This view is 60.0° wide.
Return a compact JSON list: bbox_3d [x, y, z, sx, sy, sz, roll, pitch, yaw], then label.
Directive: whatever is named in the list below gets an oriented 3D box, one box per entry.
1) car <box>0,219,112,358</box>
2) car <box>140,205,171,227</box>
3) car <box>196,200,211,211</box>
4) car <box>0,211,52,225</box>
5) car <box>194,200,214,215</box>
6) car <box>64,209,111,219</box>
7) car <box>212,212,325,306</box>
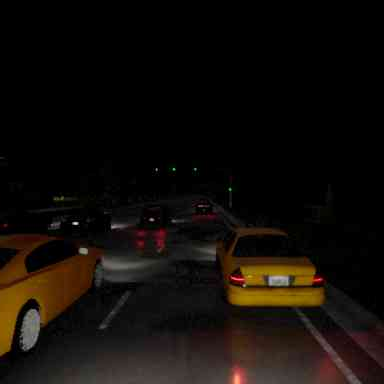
[{"bbox_3d":[-3.142,1.515,6.096,1.882,1.535,5.008,0,0,2],"label":"car"},{"bbox_3d":[-2.578,1.650,24.112,1.812,1.442,4.674,0,0,2],"label":"car"},{"bbox_3d":[1.605,1.787,46.388,1.994,1.385,4.181,0,0,2],"label":"car"},{"bbox_3d":[-9.740,1.716,18.764,1.895,1.301,4.718,0,0,2],"label":"car"},{"bbox_3d":[1.306,1.666,36.303,2.128,1.511,4.902,0,0,2],"label":"car"},{"bbox_3d":[-6.202,1.676,19.902,1.994,1.385,4.181,0,0,2],"label":"car"},{"bbox_3d":[1.552,1.492,8.191,1.801,1.575,5.366,0,0,2],"label":"car"}]
